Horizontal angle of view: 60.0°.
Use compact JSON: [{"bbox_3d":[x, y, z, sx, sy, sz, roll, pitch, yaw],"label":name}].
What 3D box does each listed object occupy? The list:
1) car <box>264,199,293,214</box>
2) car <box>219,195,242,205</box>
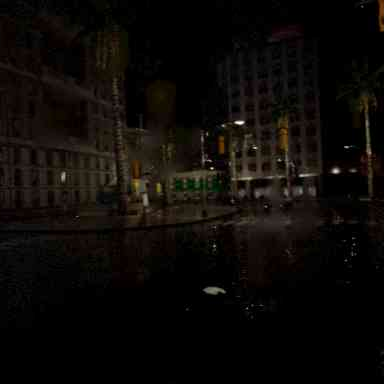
[{"bbox_3d":[8.359,1.349,32.106,1.895,1.301,4.718,-3,0,26],"label":"car"},{"bbox_3d":[6.417,1.257,55.961,2.097,1.767,4.553,-2,0,-26],"label":"car"}]
